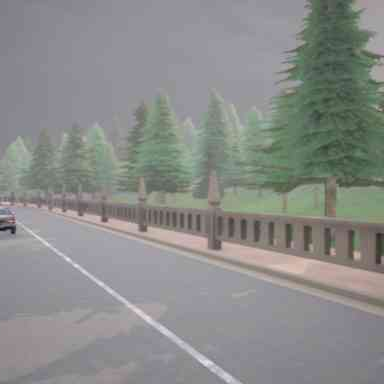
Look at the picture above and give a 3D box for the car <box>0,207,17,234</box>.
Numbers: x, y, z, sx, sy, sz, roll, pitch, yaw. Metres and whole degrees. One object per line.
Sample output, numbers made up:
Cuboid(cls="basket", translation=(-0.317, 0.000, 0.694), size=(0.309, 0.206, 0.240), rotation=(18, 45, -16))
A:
Cuboid(cls="car", translation=(-10.866, 1.528, 18.379), size=(2.033, 1.411, 5.357), rotation=(-1, 0, -33))
